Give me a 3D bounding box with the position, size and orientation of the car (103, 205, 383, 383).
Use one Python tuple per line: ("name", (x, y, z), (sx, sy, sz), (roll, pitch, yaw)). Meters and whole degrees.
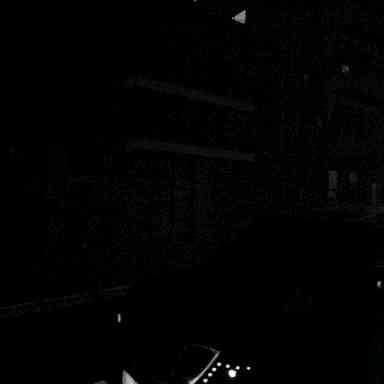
("car", (1.748, 1.229, 4.322), (5.566, 2.045, 2.150), (0, 0, -36))
